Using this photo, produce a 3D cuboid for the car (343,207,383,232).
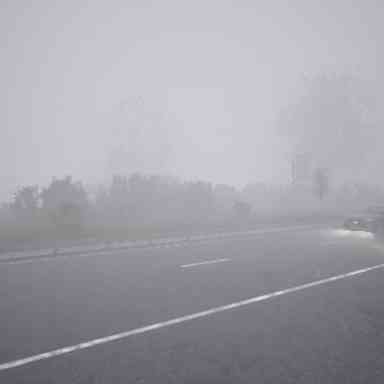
[{"bbox_3d":[11.359,1.639,21.044,4.181,1.385,1.994,0,0,-37],"label":"car"}]
